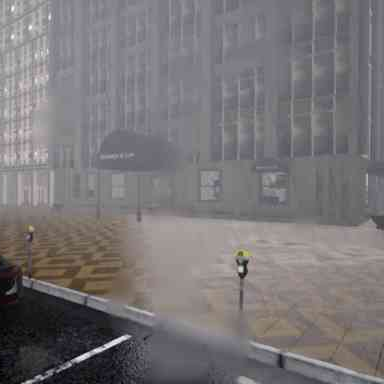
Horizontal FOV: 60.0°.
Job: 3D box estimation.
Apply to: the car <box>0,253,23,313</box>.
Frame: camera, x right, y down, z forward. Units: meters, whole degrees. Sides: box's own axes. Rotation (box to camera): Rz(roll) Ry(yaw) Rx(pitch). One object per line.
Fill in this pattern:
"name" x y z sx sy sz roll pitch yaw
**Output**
"car" -4.978 1.564 6.443 4.313 1.339 1.947 0 1 36
